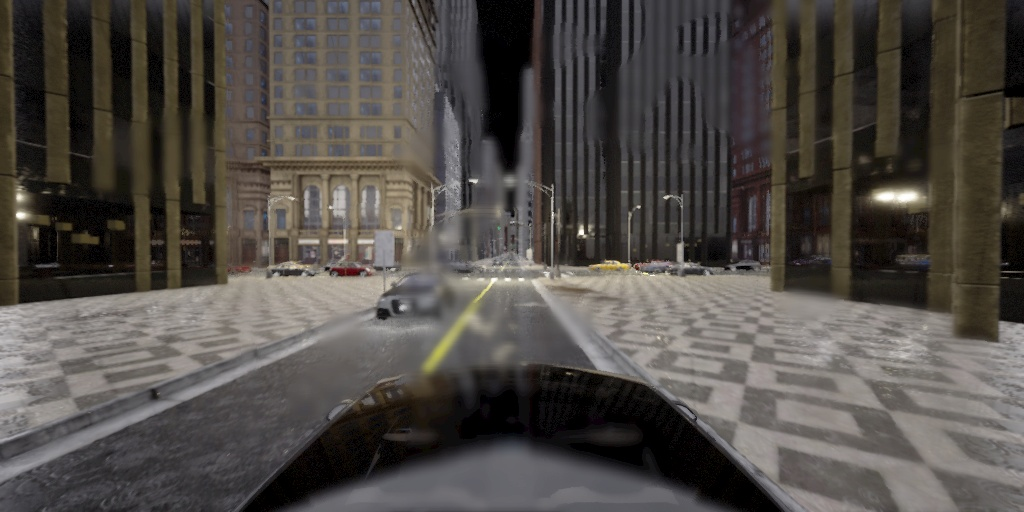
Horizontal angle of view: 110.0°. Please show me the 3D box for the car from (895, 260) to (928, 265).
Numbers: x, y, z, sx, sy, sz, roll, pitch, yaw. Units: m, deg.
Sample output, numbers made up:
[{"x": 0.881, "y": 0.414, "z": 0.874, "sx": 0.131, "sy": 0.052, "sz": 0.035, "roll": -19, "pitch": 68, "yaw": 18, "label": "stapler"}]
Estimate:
[{"x": 38.779, "y": 1.301, "z": 34.877, "sx": 4.207, "sy": 1.307, "sz": 1.802, "roll": 0, "pitch": 0, "yaw": 0, "label": "car"}]

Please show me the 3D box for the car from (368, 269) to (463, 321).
[{"x": -3.082, "y": 1.309, "z": 12.318, "sx": 1.994, "sy": 1.385, "sz": 4.181, "roll": 0, "pitch": 0, "yaw": 0, "label": "car"}]

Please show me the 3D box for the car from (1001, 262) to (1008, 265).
[{"x": 49.578, "y": 1.250, "z": 34.905, "sx": 4.507, "sy": 1.381, "sz": 1.888, "roll": 0, "pitch": 0, "yaw": 0, "label": "car"}]

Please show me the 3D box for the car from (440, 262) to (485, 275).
[{"x": -5.205, "y": 1.313, "z": 37.523, "sx": 4.674, "sy": 1.442, "sz": 1.812, "roll": 0, "pitch": 0, "yaw": 0, "label": "car"}]

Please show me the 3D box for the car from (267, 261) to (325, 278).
[{"x": -20.977, "y": 1.420, "z": 34.720, "sx": 4.403, "sy": 1.370, "sz": 2.007, "roll": 0, "pitch": 0, "yaw": 0, "label": "car"}]

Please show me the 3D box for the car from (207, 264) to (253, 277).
[{"x": -29.899, "y": 1.468, "z": 37.451, "sx": 4.718, "sy": 1.301, "sz": 1.895, "roll": 0, "pitch": 1, "yaw": 0, "label": "car"}]

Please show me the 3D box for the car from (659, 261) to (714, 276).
[{"x": 17.184, "y": 1.305, "z": 34.820, "sx": 4.403, "sy": 1.370, "sz": 2.007, "roll": 0, "pitch": 0, "yaw": 0, "label": "car"}]

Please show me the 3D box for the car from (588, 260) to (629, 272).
[{"x": 11.620, "y": 1.161, "z": 43.329, "sx": 4.829, "sy": 1.417, "sz": 1.751, "roll": 0, "pitch": 0, "yaw": 0, "label": "car"}]

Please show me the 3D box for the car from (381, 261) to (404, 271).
[{"x": -15.299, "y": 1.267, "z": 43.259, "sx": 4.403, "sy": 1.370, "sz": 2.007, "roll": 0, "pitch": 0, "yaw": 0, "label": "car"}]

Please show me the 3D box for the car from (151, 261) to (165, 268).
[{"x": -43.641, "y": 1.298, "z": 43.186, "sx": 4.097, "sy": 1.591, "sz": 1.967, "roll": 0, "pitch": 0, "yaw": 0, "label": "car"}]

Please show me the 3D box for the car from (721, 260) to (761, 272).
[{"x": 27.690, "y": 1.169, "z": 43.371, "sx": 4.313, "sy": 1.339, "sz": 1.948, "roll": 0, "pitch": 0, "yaw": 0, "label": "car"}]

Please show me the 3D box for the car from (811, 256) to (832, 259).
[{"x": 32.784, "y": 1.127, "z": 40.695, "sx": 4.902, "sy": 1.511, "sz": 2.128, "roll": 0, "pitch": 1, "yaw": 0, "label": "car"}]

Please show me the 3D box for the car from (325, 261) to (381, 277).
[{"x": -15.307, "y": 1.288, "z": 34.735, "sx": 4.097, "sy": 1.591, "sz": 1.967, "roll": 0, "pitch": 0, "yaw": 0, "label": "car"}]

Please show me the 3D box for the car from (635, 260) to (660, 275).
[{"x": 16.236, "y": 1.262, "z": 37.568, "sx": 5.357, "sy": 1.411, "sz": 2.033, "roll": 0, "pitch": 1, "yaw": 0, "label": "car"}]

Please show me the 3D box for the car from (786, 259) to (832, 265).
[{"x": 27.981, "y": 1.279, "z": 34.848, "sx": 4.507, "sy": 1.381, "sz": 1.888, "roll": 0, "pitch": 0, "yaw": 0, "label": "car"}]

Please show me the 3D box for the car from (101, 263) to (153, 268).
[{"x": -37.982, "y": 1.536, "z": 34.676, "sx": 4.207, "sy": 1.307, "sz": 1.802, "roll": 0, "pitch": 0, "yaw": 0, "label": "car"}]

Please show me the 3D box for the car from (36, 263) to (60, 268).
[{"x": -43.649, "y": 1.430, "z": 34.662, "sx": 4.097, "sy": 1.591, "sz": 1.967, "roll": 0, "pitch": 0, "yaw": 0, "label": "car"}]
